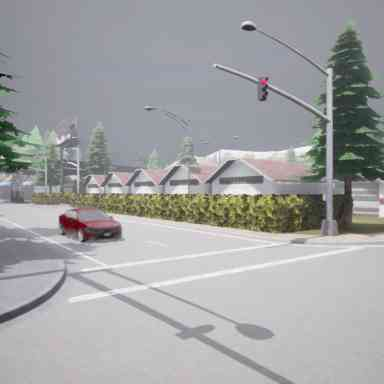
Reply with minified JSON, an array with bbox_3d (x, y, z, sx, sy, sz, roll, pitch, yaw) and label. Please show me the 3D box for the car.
[{"bbox_3d":[-5.168,1.541,16.525,1.882,1.535,5.008,0,1,-37],"label":"car"}]
